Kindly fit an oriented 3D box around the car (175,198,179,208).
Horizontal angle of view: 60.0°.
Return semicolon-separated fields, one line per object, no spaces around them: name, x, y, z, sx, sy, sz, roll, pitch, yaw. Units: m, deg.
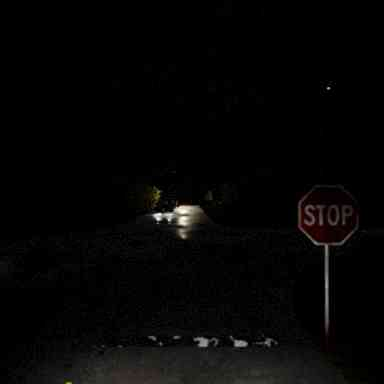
car;-3.264;1.781;56.092;2.097;1.767;4.553;0;-1;-1

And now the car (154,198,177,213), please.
car;-3.093;1.705;37.710;1.994;1.385;4.181;0;-1;-1
